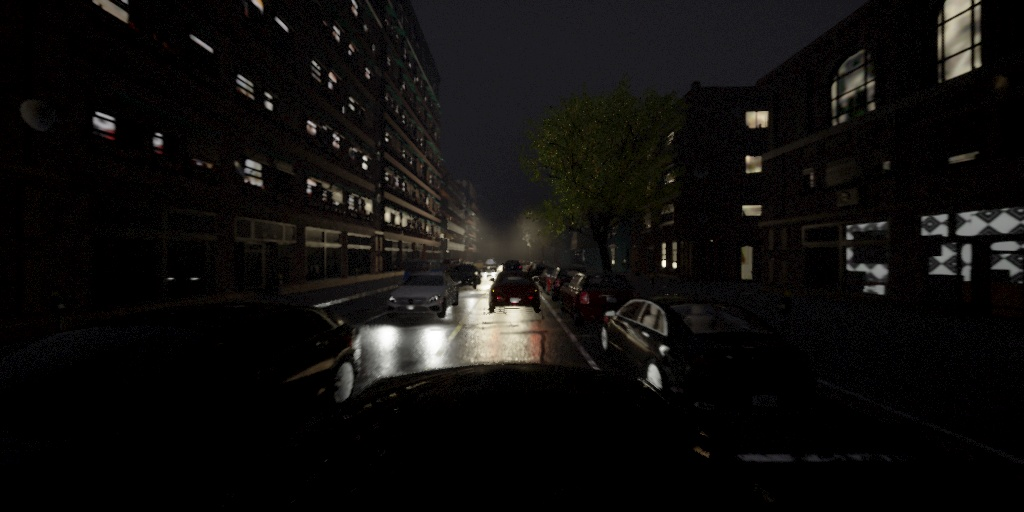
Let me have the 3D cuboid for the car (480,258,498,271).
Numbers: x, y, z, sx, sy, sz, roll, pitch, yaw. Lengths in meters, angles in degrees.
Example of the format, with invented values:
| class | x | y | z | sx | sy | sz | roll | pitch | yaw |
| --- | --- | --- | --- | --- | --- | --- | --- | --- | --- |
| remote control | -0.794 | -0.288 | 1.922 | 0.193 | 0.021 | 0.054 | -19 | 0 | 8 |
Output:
| class | x | y | z | sx | sy | sz | roll | pitch | yaw |
| --- | --- | --- | --- | --- | --- | --- | --- | --- | --- |
| car | -2.996 | 1.421 | 50.154 | 2.128 | 1.511 | 4.902 | 0 | 0 | 0 |

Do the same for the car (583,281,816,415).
| class | x | y | z | sx | sy | sz | roll | pitch | yaw |
| --- | --- | --- | --- | --- | --- | --- | --- | --- | --- |
| car | 2.691 | 1.311 | 5.989 | 2.007 | 1.370 | 4.403 | 0 | 0 | 0 |

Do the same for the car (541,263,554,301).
| class | x | y | z | sx | sy | sz | roll | pitch | yaw |
| --- | --- | --- | --- | --- | --- | --- | --- | --- | --- |
| car | 2.692 | 1.227 | 17.383 | 1.967 | 1.591 | 4.097 | 0 | 0 | 0 |

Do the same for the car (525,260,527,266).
| class | x | y | z | sx | sy | sz | roll | pitch | yaw |
| --- | --- | --- | --- | --- | --- | --- | --- | --- | --- |
| car | 2.694 | 1.294 | 40.169 | 1.967 | 1.591 | 4.097 | 0 | 0 | 0 |

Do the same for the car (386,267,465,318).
| class | x | y | z | sx | sy | sz | roll | pitch | yaw |
| --- | --- | --- | --- | --- | --- | --- | --- | --- | --- |
| car | -3.080 | 1.303 | 13.263 | 1.812 | 1.442 | 4.674 | 0 | 0 | 0 |

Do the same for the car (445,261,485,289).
| class | x | y | z | sx | sy | sz | roll | pitch | yaw |
| --- | --- | --- | --- | --- | --- | --- | --- | --- | --- |
| car | -3.069 | 1.308 | 23.680 | 1.837 | 1.490 | 4.892 | 0 | 0 | 0 |

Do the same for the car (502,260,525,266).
| class | x | y | z | sx | sy | sz | roll | pitch | yaw |
| --- | --- | --- | --- | --- | --- | --- | --- | --- | --- |
| car | 0.049 | 1.196 | 37.508 | 2.097 | 1.767 | 4.553 | 0 | 0 | 0 |

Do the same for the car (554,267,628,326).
| class | x | y | z | sx | sy | sz | roll | pitch | yaw |
| --- | --- | --- | --- | --- | --- | --- | --- | --- | --- |
| car | 2.692 | 1.214 | 11.686 | 1.967 | 1.591 | 4.097 | 0 | 0 | 0 |

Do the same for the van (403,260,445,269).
| class | x | y | z | sx | sy | sz | roll | pitch | yaw |
| --- | --- | --- | --- | --- | --- | --- | --- | --- | --- |
| van | -5.689 | 1.142 | 23.082 | 1.690 | 1.789 | 3.998 | 0 | 0 | 0 |

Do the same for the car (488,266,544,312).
| class | x | y | z | sx | sy | sz | roll | pitch | yaw |
| --- | --- | --- | --- | --- | --- | --- | --- | --- | --- |
| car | 0.089 | 1.305 | 14.252 | 1.812 | 1.442 | 4.674 | 0 | 0 | 0 |

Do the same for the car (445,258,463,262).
| class | x | y | z | sx | sy | sz | roll | pitch | yaw |
| --- | --- | --- | --- | --- | --- | --- | --- | --- | --- |
| car | -5.688 | 1.149 | 34.475 | 2.192 | 1.841 | 5.009 | 0 | 0 | 0 |

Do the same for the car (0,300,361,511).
| class | x | y | z | sx | sy | sz | roll | pitch | yaw |
| --- | --- | --- | --- | --- | --- | --- | --- | --- | --- |
| car | -3.089 | 1.259 | 3.294 | 1.837 | 1.490 | 4.892 | 0 | 0 | 0 |

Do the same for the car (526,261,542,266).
| class | x | y | z | sx | sy | sz | roll | pitch | yaw |
| --- | --- | --- | --- | --- | --- | --- | --- | --- | --- |
| car | 2.693 | 1.386 | 34.473 | 2.007 | 1.370 | 4.403 | 0 | 0 | 0 |

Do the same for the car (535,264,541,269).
| class | x | y | z | sx | sy | sz | roll | pitch | yaw |
| --- | --- | --- | --- | --- | --- | --- | --- | --- | --- |
| car | 2.692 | 1.384 | 23.080 | 1.802 | 1.307 | 4.207 | 0 | 0 | 0 |
